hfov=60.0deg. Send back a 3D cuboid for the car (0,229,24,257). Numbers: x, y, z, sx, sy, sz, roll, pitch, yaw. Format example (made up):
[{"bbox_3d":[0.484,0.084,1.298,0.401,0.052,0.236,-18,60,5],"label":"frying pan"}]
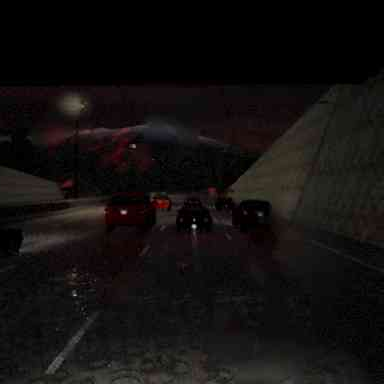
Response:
[{"bbox_3d":[-6.895,1.535,9.688,1.895,1.301,4.718,0,0,0],"label":"car"}]

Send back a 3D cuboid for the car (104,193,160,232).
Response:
[{"bbox_3d":[-3.385,1.091,19.220,2.150,2.045,5.566,0,0,0],"label":"car"}]

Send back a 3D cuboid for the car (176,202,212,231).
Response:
[{"bbox_3d":[0.114,1.469,19.457,1.895,1.301,4.718,0,0,0],"label":"car"}]

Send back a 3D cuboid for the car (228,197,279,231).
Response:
[{"bbox_3d":[3.615,1.219,19.734,2.097,1.767,4.553,0,0,0],"label":"car"}]

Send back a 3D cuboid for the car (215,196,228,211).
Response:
[{"bbox_3d":[3.633,1.240,37.358,2.128,1.511,4.902,0,0,0],"label":"car"}]

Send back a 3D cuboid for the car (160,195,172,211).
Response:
[{"bbox_3d":[-3.368,1.102,37.087,2.097,1.767,4.553,0,0,0],"label":"car"}]

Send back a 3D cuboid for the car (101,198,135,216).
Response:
[{"bbox_3d":[-6.873,1.335,31.568,2.033,1.411,5.357,0,0,0],"label":"car"}]

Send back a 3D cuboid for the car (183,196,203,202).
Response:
[{"bbox_3d":[0.133,1.253,37.445,1.837,1.490,4.892,0,0,0],"label":"car"}]
